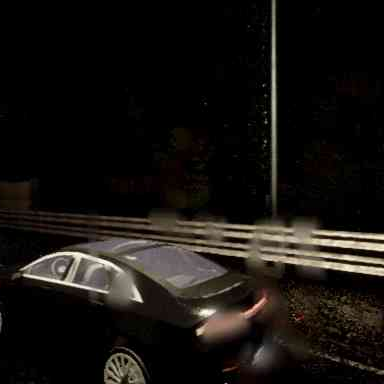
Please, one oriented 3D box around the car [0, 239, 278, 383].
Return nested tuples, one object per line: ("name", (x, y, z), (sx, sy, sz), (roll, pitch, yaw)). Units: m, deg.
("car", (-1.256, 1.452, 4.818), (4.902, 1.511, 2.128), (0, 0, 36))
